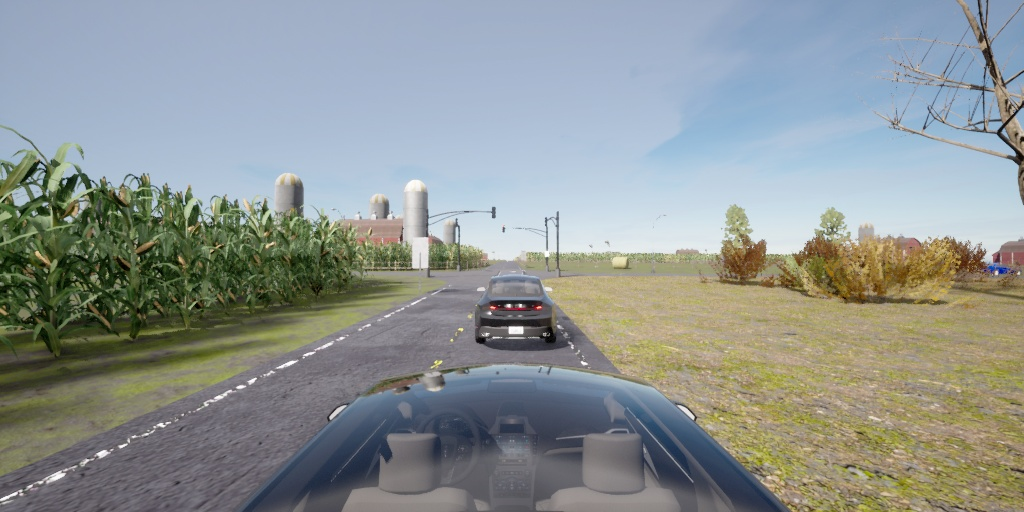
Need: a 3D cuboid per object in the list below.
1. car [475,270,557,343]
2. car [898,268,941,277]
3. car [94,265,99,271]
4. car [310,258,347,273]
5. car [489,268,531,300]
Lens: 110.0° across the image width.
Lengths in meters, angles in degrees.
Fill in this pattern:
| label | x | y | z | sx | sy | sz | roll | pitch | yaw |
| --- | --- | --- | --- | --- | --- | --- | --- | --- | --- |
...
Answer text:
| label | x | y | z | sx | sy | sz | roll | pitch | yaw |
| --- | --- | --- | --- | --- | --- | --- | --- | --- | --- |
| car | 0.078 | 1.260 | 9.684 | 1.837 | 1.490 | 4.892 | 0 | 0 | 0 |
| car | 48.553 | 1.776 | 42.554 | 4.181 | 1.385 | 1.994 | 1 | -1 | -5 |
| car | -40.294 | 0.988 | 36.543 | 4.181 | 1.385 | 1.994 | 0 | -1 | -2 |
| car | -19.833 | 0.937 | 37.668 | 4.553 | 1.767 | 2.097 | 0 | -1 | -3 |
| car | 0.030 | 1.364 | 18.835 | 1.895 | 1.301 | 4.718 | 0 | 0 | 4 |
